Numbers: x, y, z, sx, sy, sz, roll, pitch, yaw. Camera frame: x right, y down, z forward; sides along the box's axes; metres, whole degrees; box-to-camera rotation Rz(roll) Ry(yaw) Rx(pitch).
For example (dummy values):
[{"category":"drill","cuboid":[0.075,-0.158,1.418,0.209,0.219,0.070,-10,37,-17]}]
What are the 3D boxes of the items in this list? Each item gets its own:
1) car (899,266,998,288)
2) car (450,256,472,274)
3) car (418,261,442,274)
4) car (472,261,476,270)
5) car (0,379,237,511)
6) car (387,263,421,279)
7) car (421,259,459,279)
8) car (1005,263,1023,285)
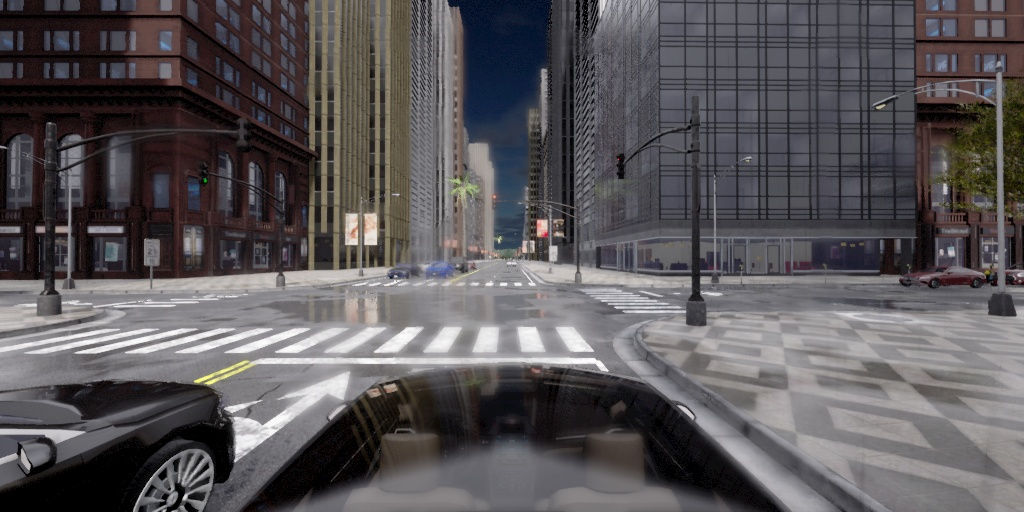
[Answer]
[{"category":"car","cuboid":[26.430,1.274,22.027,4.207,1.307,1.802,0,0,-1]},{"category":"car","cuboid":[-6.671,1.068,44.034,2.150,2.045,5.566,0,0,0]},{"category":"car","cuboid":[-9.923,1.371,43.727,1.812,1.442,4.674,0,0,0]},{"category":"car","cuboid":[-6.672,1.420,56.158,1.812,1.442,4.674,0,0,0]},{"category":"car","cuboid":[-3.138,1.241,0.933,2.128,1.511,4.902,0,0,-1]},{"category":"car","cuboid":[-9.871,1.361,33.542,2.033,1.411,5.357,0,0,3]},{"category":"car","cuboid":[-6.651,1.291,33.573,1.882,1.535,5.008,0,0,2]},{"category":"car","cuboid":[32.068,1.116,22.125,4.097,1.591,1.967,0,0,-1]}]
